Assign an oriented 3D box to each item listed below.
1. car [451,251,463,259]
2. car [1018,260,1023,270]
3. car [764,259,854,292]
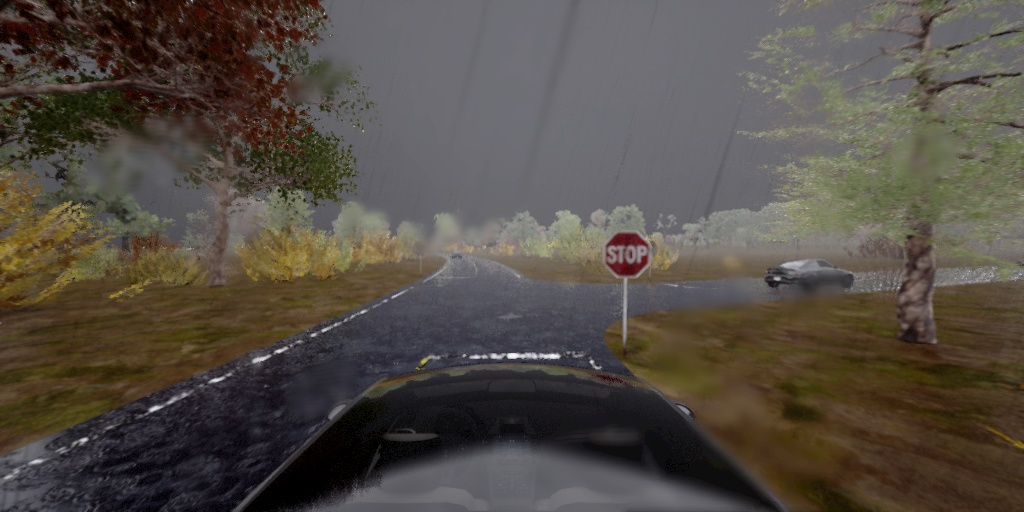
[{"bbox_3d":[-9.776,-0.220,63.573,2.033,1.411,5.357,0,1,-11],"label":"car"},{"bbox_3d":[43.161,0.550,28.829,4.718,1.301,1.895,-1,2,-21],"label":"car"},{"bbox_3d":[14.365,0.846,17.394,4.674,1.442,1.812,-1,2,-22],"label":"car"}]
